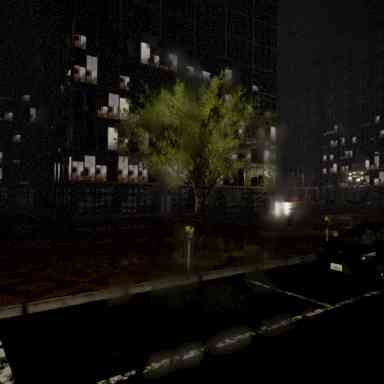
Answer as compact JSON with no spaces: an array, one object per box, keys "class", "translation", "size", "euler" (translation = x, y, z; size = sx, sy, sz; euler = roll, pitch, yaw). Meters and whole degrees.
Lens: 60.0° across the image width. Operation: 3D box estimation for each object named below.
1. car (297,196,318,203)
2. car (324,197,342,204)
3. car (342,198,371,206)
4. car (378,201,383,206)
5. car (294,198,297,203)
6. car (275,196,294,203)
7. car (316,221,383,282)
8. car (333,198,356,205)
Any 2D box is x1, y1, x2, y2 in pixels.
[{"class":"car","translation":[29.322,1.824,83.025],"size":[2.192,1.841,5.009],"euler":[1,-1,-20]},{"class":"car","translation":[27.708,1.692,64.537],"size":[1.967,1.590,4.097],"euler":[1,-1,-20]},{"class":"car","translation":[29.631,1.767,59.286],"size":[2.008,1.369,4.403],"euler":[1,-1,-20]},{"class":"car","translation":[36.965,1.893,62.172],"size":[1.752,1.417,4.829],"euler":[1,-1,-20]},{"class":"car","translation":[27.392,2.127,88.274],"size":[1.802,1.307,4.206],"euler":[1,-1,-20]},{"class":"car","translation":[21.931,1.798,80.287],"size":[1.967,1.590,4.097],"euler":[1,-1,-20]},{"class":"car","translation":[5.555,1.574,9.817],"size":[4.313,1.339,1.947],"euler":[0,1,-34]},{"class":"car","translation":[33.171,1.989,72.517],"size":[2.008,1.369,4.403],"euler":[1,-1,-20]}]
